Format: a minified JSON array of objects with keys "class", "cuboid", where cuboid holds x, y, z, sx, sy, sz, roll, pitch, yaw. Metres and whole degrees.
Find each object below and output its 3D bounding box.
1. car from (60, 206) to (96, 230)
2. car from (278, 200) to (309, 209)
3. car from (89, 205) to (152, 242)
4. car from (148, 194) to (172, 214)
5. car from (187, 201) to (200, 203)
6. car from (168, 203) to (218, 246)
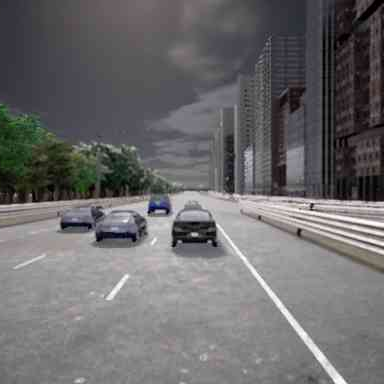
[{"class":"car","cuboid":[-6.891,1.588,21.525,1.994,1.385,4.181,0,0,0]},{"class":"car","cuboid":[11.474,1.610,38.253,2.163,1.488,4.792,0,0,-15]},{"class":"car","cuboid":[-3.394,1.582,16.641,1.994,1.385,4.181,0,0,0]},{"class":"car","cuboid":[-3.390,1.269,35.822,2.150,2.045,5.566,0,0,0]},{"class":"car","cuboid":[0.113,1.590,33.865,2.033,1.411,5.357,0,0,0]},{"class":"car","cuboid":[0.104,1.493,15.284,1.882,1.535,5.008,0,0,0]}]
